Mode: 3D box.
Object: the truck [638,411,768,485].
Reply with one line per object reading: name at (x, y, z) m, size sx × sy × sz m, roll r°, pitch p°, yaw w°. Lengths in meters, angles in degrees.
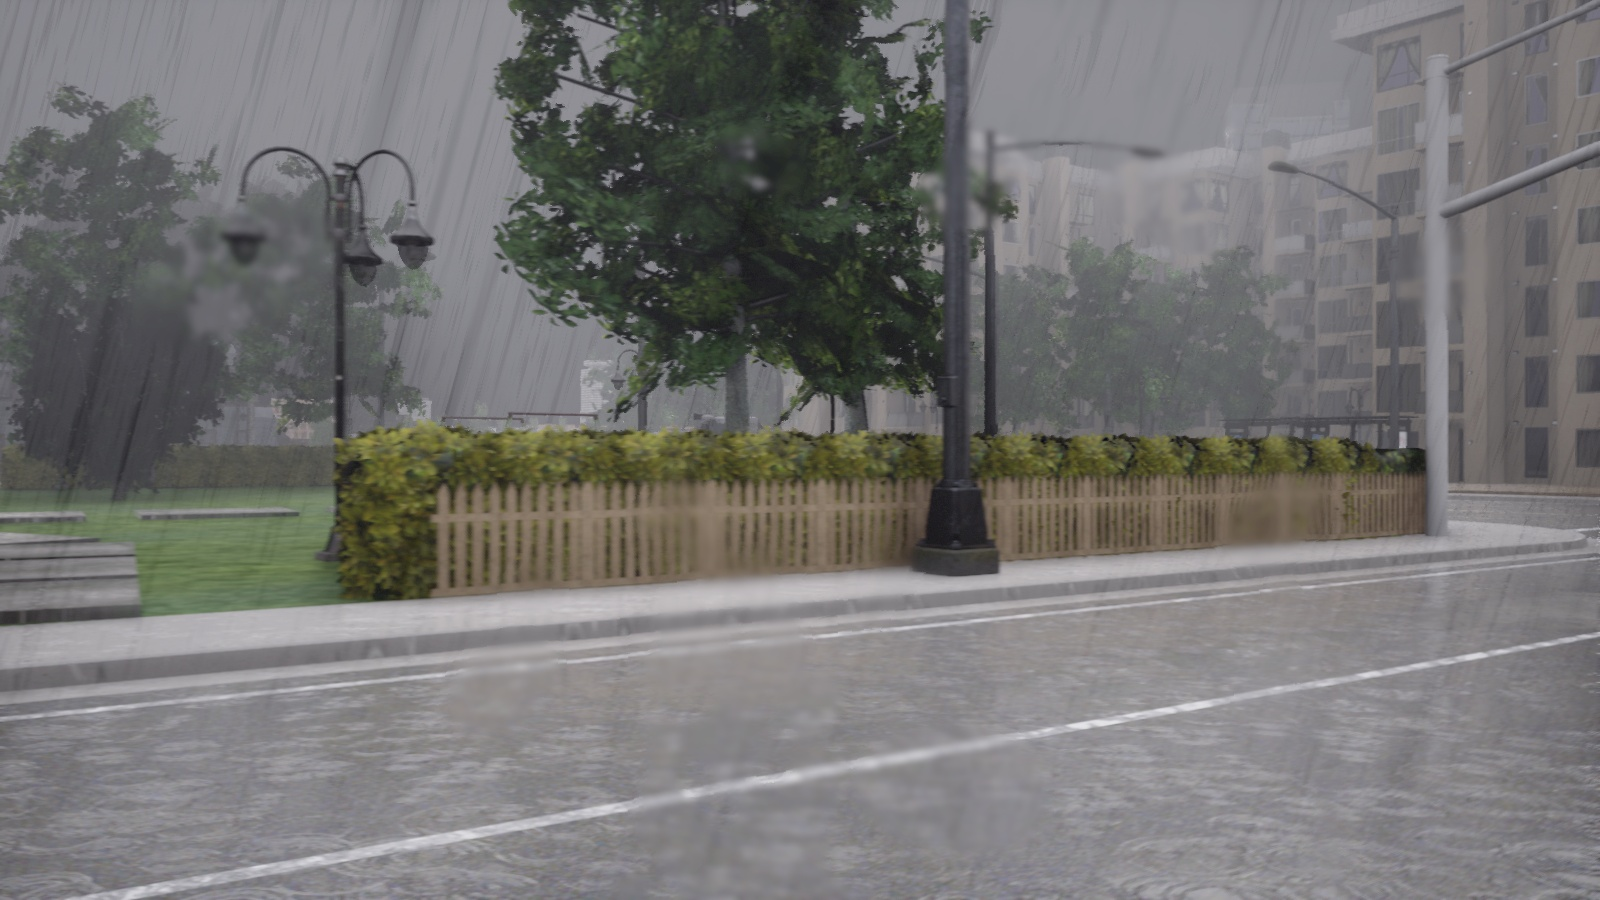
truck at (-5.011, -0.036, 63.180) m, size 2.891 × 3.462 × 7.936 m, roll 0°, pitch -1°, yaw -34°
